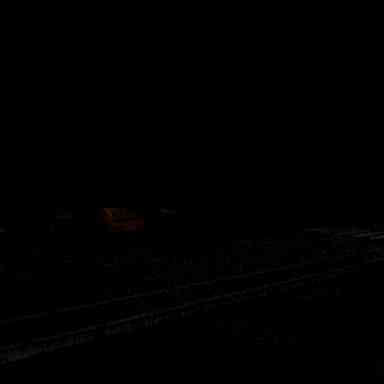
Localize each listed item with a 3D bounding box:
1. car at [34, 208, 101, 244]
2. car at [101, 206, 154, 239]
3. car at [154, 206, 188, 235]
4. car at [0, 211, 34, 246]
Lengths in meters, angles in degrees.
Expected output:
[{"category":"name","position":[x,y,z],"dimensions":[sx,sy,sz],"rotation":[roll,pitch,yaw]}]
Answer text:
[{"category":"car","position":[-6.609,1.559,16.527],"dimensions":[2.231,1.521,4.892],"rotation":[0,0,-35]},{"category":"car","position":[-4.359,1.574,18.113],"dimensions":[2.097,1.535,5.008],"rotation":[0,0,-35]},{"category":"car","position":[-2.113,1.589,19.710],"dimensions":[2.231,1.521,4.892],"rotation":[0,0,-35]},{"category":"car","position":[-8.863,1.572,14.950],"dimensions":[2.163,1.488,4.792],"rotation":[1,0,-35]}]
